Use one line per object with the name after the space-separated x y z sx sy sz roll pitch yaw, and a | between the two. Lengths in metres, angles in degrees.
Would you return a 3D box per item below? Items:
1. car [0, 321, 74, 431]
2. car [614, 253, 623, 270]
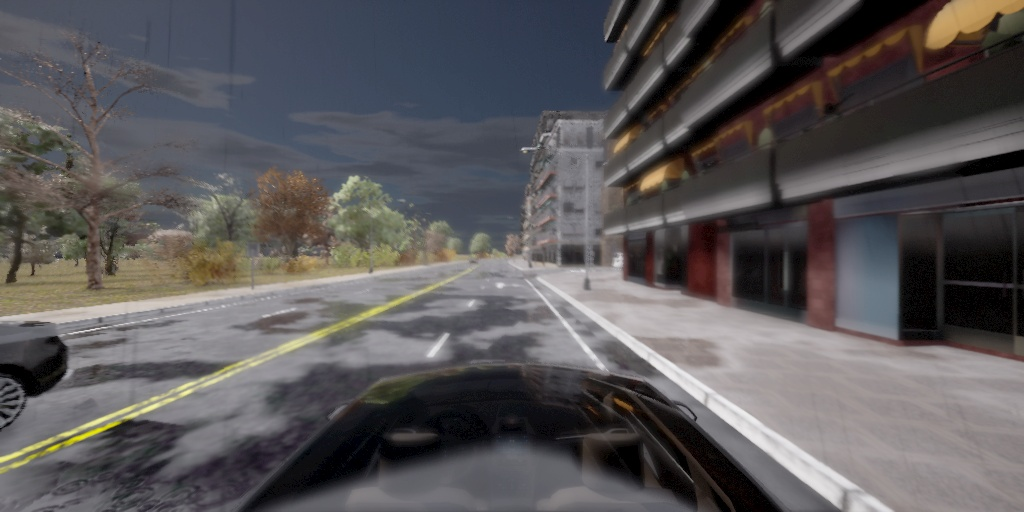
-6.608 1.246 2.501 2.128 1.511 4.902 0 0 0 | car
13.807 0.657 38.412 5.566 2.045 2.150 -1 0 14 | car
